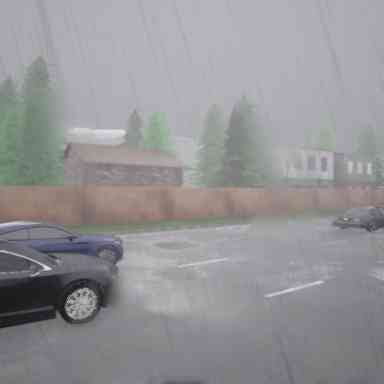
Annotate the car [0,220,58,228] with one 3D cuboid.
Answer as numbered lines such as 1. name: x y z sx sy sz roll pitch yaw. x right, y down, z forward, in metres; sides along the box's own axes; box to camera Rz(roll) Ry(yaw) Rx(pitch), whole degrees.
1. car: -4.222 1.527 9.317 4.674 1.442 1.812 0 0 -35

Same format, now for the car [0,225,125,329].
1. car: -3.589 1.505 5.486 4.892 1.490 1.837 0 0 -35

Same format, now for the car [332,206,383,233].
1. car: 10.564 1.554 19.876 5.357 1.411 2.033 0 0 -35
